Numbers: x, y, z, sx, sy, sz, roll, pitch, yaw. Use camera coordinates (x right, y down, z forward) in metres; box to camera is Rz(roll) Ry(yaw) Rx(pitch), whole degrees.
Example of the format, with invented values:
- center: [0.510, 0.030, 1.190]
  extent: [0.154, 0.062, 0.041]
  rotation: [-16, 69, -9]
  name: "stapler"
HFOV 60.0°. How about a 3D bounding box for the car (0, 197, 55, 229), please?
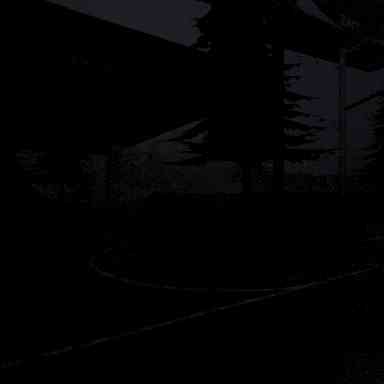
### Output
- center: [-11.886, 1.313, 23.526]
  extent: [3.866, 1.878, 1.905]
  rotation: [0, 0, -36]
  name: "car"
